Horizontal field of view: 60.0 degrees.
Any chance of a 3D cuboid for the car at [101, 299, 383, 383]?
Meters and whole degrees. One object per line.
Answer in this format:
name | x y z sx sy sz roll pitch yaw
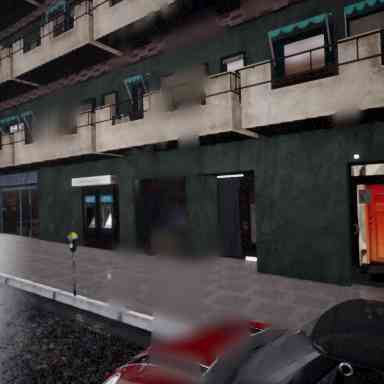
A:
car | 1.125 1.441 1.953 4.097 1.590 1.967 0 -2 36
